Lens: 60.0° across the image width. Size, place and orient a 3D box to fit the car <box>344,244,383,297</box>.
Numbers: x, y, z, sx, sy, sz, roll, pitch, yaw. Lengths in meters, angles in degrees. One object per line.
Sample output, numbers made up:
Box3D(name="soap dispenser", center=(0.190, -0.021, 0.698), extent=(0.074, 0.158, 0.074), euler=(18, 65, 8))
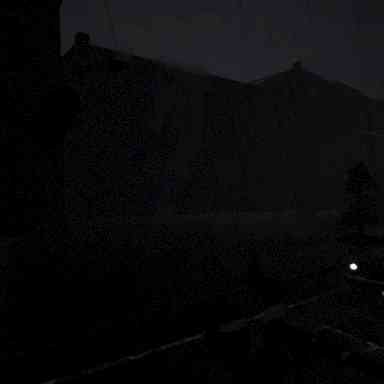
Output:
Box3D(name="car", center=(5.407, 1.602, 7.497), extent=(4.718, 1.301, 1.895), euler=(0, 0, -38))
